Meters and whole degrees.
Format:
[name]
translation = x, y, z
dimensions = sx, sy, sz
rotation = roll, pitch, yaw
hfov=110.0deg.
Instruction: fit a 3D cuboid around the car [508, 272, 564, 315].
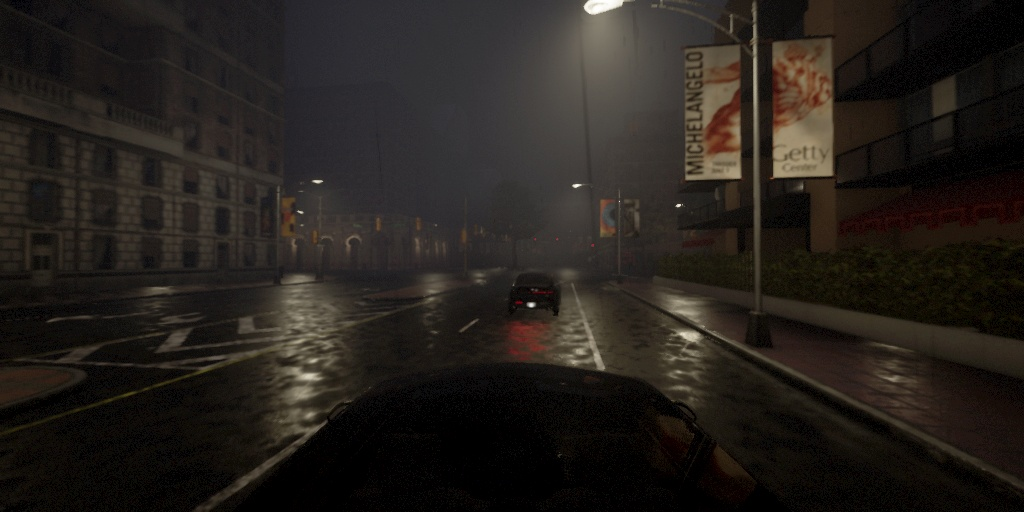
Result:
[car]
translation = 1.009, 1.391, 14.422
dimensions = 1.837, 1.490, 4.892
rotation = 0, 0, 9
